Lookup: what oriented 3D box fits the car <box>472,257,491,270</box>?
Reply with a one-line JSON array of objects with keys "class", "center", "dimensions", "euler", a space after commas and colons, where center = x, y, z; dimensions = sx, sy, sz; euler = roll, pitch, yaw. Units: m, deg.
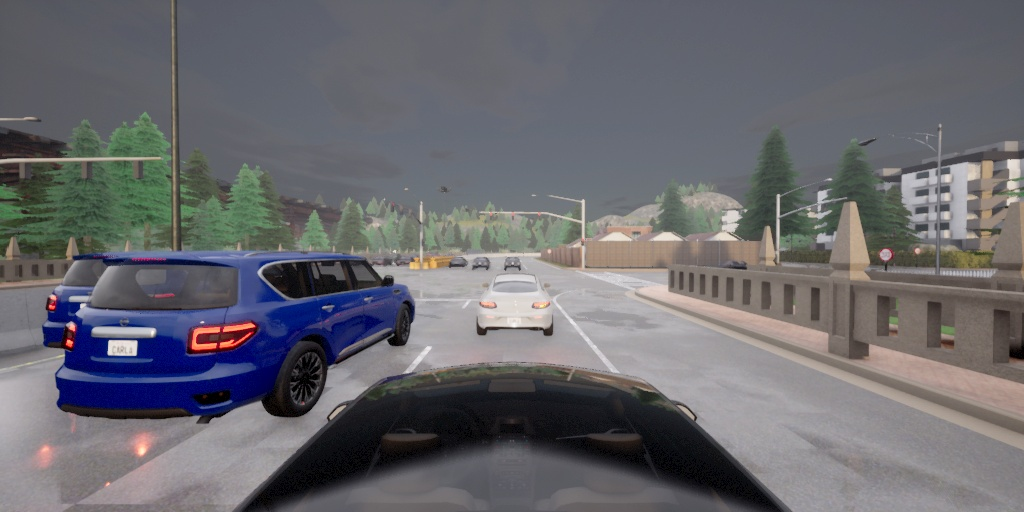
[{"class": "car", "center": [-3.441, 0.816, 40.931], "dimensions": [2.033, 1.411, 5.357], "euler": [0, 1, 0]}]

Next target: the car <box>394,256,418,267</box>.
[{"class": "car", "center": [-14.135, 0.738, 48.219], "dimensions": [1.994, 1.385, 4.181], "euler": [0, 1, 0]}]

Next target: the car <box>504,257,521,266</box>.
[{"class": "car", "center": [0.058, 0.816, 40.941], "dimensions": [2.033, 1.411, 5.357], "euler": [0, 1, 0]}]

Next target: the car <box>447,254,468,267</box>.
[{"class": "car", "center": [-6.949, 0.756, 46.831], "dimensions": [1.994, 1.385, 4.181], "euler": [0, 1, 0]}]

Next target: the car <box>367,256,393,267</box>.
[{"class": "car", "center": [-17.640, 0.738, 48.192], "dimensions": [1.994, 1.385, 4.181], "euler": [0, 1, 0]}]

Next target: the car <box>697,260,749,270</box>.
[{"class": "car", "center": [18.037, 1.012, 29.982], "dimensions": [4.718, 1.301, 1.895], "euler": [0, 1, 2]}]

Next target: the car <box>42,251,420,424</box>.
[{"class": "car", "center": [-3.487, 0.934, 6.073], "dimensions": [2.150, 2.045, 5.566], "euler": [0, 1, 4]}]

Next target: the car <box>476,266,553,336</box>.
[{"class": "car", "center": [0.110, 1.195, 9.993], "dimensions": [1.812, 1.442, 4.674], "euler": [0, 1, 2]}]

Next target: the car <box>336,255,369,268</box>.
[{"class": "car", "center": [-21.139, 0.673, 47.691], "dimensions": [2.128, 1.511, 4.902], "euler": [0, 1, 0]}]
